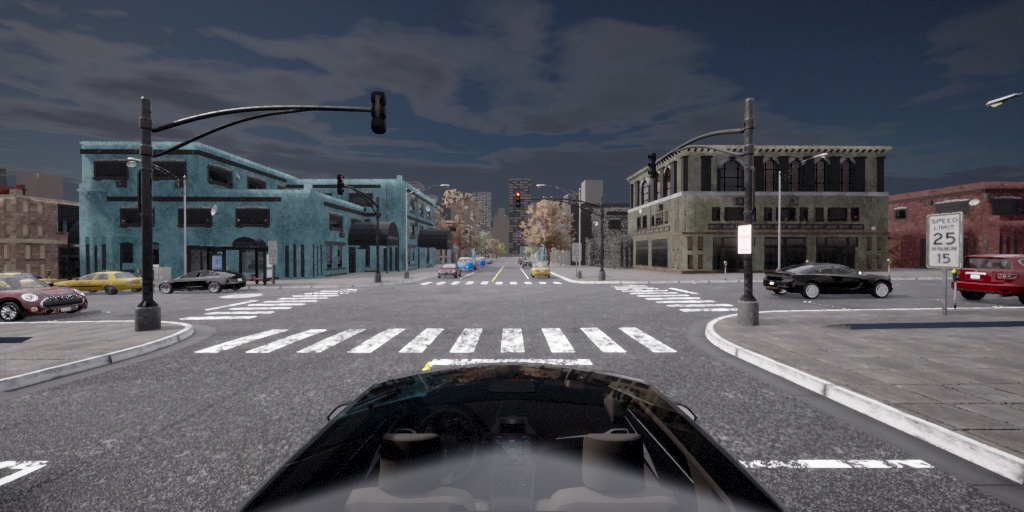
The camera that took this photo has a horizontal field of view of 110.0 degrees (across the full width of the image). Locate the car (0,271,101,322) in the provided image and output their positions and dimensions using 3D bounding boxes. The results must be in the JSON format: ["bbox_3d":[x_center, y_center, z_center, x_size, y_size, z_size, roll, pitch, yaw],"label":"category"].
[{"bbox_3d":[-18.091,1.423,12.912,4.097,1.591,1.967,0,0,-1],"label":"car"}]

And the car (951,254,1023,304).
[{"bbox_3d":[19.925,0.842,13.634,5.009,1.841,2.192,0,0,-1],"label":"car"}]

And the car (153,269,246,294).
[{"bbox_3d":[-18.227,1.474,21.258,4.313,1.339,1.948,0,0,-1],"label":"car"}]

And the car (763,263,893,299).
[{"bbox_3d":[14.178,1.050,16.204,5.008,1.535,1.882,-1,1,-1],"label":"car"}]

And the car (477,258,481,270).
[{"bbox_3d":[-5.782,1.285,50.108,1.888,1.381,4.507,0,0,0],"label":"car"}]

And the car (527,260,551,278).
[{"bbox_3d":[2.631,1.269,33.655,1.751,1.417,4.829,0,0,0],"label":"car"}]

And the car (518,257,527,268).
[{"bbox_3d":[2.578,1.288,61.217,2.007,1.370,4.403,0,0,0],"label":"car"}]

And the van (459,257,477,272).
[{"bbox_3d":[-5.770,1.082,44.561,1.690,1.789,3.998,0,0,0],"label":"van"}]

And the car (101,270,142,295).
[{"bbox_3d":[-24.050,1.501,21.142,4.829,1.417,1.751,0,0,-1],"label":"car"}]

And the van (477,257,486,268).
[{"bbox_3d":[-5.803,1.078,61.200,1.690,1.789,3.998,0,0,0],"label":"van"}]

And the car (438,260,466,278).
[{"bbox_3d":[-5.748,1.326,33.469,1.802,1.307,4.207,0,0,0],"label":"car"}]
